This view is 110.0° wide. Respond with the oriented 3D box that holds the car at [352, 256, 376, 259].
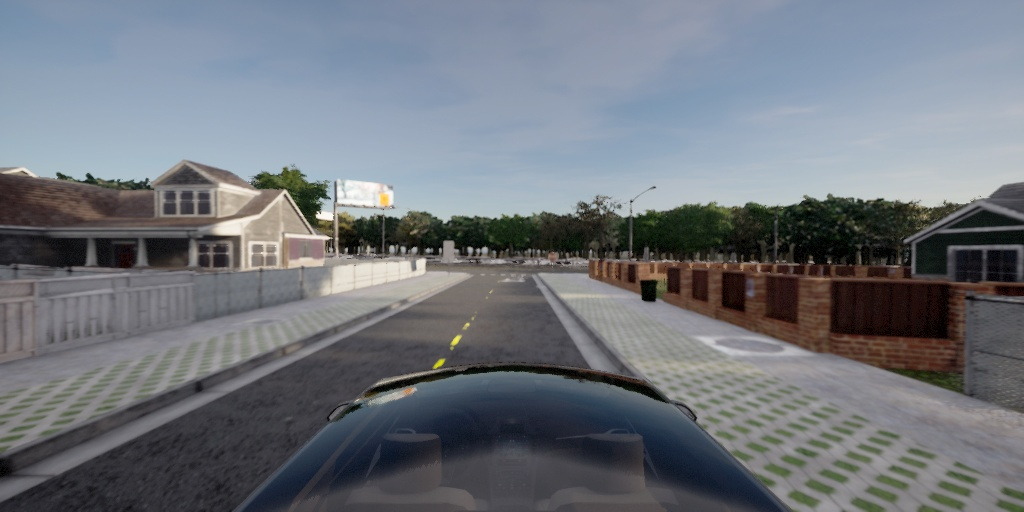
[{"bbox_3d":[-16.749,0.754,42.160,4.553,1.767,2.097,1,1,1],"label":"car"}]
